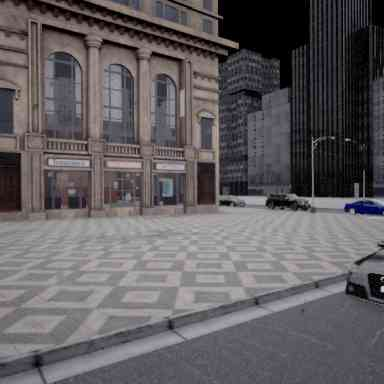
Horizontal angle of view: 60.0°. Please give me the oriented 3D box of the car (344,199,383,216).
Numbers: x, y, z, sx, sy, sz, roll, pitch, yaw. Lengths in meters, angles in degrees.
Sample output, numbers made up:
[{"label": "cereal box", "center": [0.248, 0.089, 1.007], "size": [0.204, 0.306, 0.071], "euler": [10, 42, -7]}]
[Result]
[{"label": "car", "center": [16.698, 1.426, 30.714], "size": [1.882, 1.535, 5.008], "euler": [-1, 1, -35]}]

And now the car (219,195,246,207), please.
[{"label": "car", "center": [5.557, 1.244, 47.216], "size": [2.097, 1.767, 4.553], "euler": [-1, 0, -34]}]

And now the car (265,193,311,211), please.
[{"label": "car", "center": [11.128, 1.141, 38.951], "size": [2.150, 2.045, 5.566], "euler": [-1, 0, -34]}]

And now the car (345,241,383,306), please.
[{"label": "car", "center": [5.111, 1.562, 7.029], "size": [4.181, 1.385, 1.994], "euler": [0, 0, -36]}]
